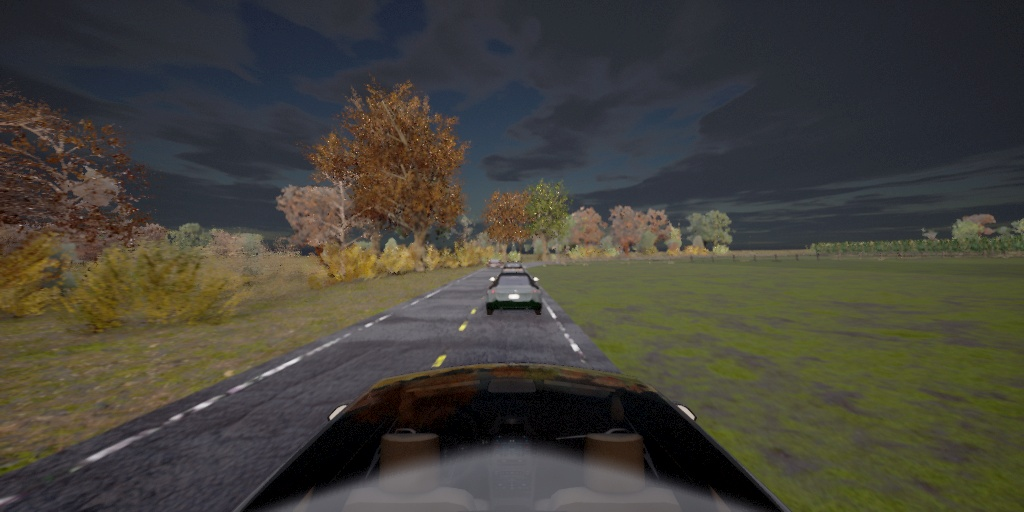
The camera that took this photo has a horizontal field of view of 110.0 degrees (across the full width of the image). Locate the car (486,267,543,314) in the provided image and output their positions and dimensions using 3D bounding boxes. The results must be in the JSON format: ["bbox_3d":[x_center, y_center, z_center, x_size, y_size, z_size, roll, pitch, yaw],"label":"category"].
[{"bbox_3d":[0.078,1.298,13.722,1.994,1.385,4.181,0,0,0],"label":"car"}]

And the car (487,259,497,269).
[{"bbox_3d":[-2.433,1.133,51.978,1.812,1.442,4.674,0,0,4],"label":"car"}]

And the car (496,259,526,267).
[{"bbox_3d":[0.086,1.193,28.719,2.128,1.511,4.902,0,0,0],"label":"car"}]
